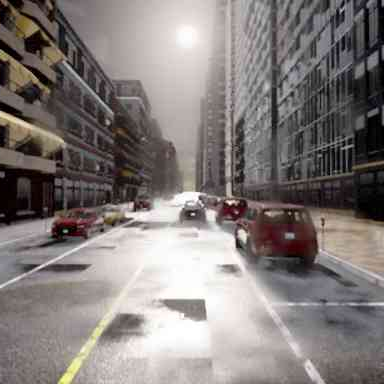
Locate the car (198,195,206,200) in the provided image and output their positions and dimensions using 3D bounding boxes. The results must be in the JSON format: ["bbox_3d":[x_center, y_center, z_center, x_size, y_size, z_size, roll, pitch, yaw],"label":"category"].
[{"bbox_3d":[2.627,1.392,85.040,1.887,1.381,4.507,1,0,0],"label":"car"}]

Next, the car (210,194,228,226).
[{"bbox_3d":[2.685,1.281,22.876,2.192,1.841,5.009,1,0,0],"label":"car"}]

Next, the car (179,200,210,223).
[{"bbox_3d":[0.077,1.526,25.144,1.994,1.385,4.181,0,0,0],"label":"car"}]

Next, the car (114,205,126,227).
[{"bbox_3d":[-5.698,1.492,22.700,1.752,1.417,4.829,1,0,0],"label":"car"}]

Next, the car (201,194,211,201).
[{"bbox_3d":[2.663,1.366,45.481,1.967,1.590,4.097,1,0,0],"label":"car"}]

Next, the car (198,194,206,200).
[{"bbox_3d":[2.624,1.275,90.692,1.967,1.590,4.097,1,0,0],"label":"car"}]

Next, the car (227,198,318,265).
[{"bbox_3d":[2.695,1.299,11.574,2.192,1.841,5.009,1,0,0],"label":"car"}]

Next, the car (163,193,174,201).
[{"bbox_3d":[-5.745,1.174,79.384,2.192,1.841,5.009,1,0,0],"label":"car"}]

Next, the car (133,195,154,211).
[{"bbox_3d":[-5.710,1.252,39.825,2.192,1.841,5.009,1,0,0],"label":"car"}]

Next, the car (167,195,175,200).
[{"bbox_3d":[-5.759,1.401,90.687,1.947,1.339,4.313,1,0,0],"label":"car"}]

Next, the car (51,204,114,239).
[{"bbox_3d":[-5.694,1.520,17.220,1.887,1.381,4.507,1,0,0],"label":"car"}]

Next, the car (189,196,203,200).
[{"bbox_3d":[0.064,1.535,40.714,1.895,1.301,4.718,0,0,0],"label":"car"}]
